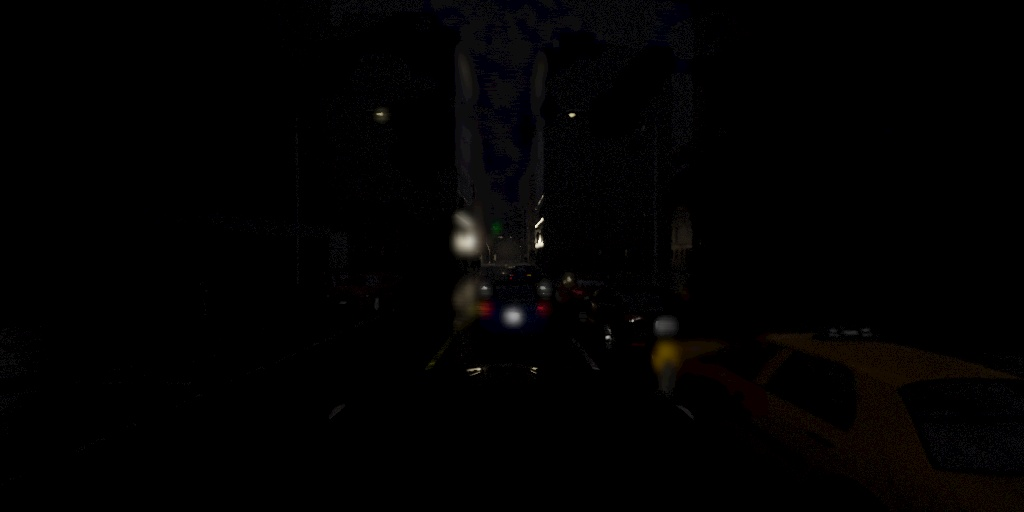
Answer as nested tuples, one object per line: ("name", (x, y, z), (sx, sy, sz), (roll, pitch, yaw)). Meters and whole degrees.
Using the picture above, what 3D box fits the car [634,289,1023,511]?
("car", (2.875, 1.282, 3.320), (1.751, 1.417, 4.829), (0, 0, 0))

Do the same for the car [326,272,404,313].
("car", (-5.672, 1.352, 14.318), (1.888, 1.381, 4.507), (0, 0, 0))

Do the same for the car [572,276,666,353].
("car", (2.874, 1.348, 8.736), (1.948, 1.339, 4.313), (0, 0, 0))

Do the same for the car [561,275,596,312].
("car", (2.874, 1.389, 14.322), (1.802, 1.307, 4.207), (0, 0, 0))

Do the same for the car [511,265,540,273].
("car", (0.988, 1.384, 25.820), (1.812, 1.442, 4.674), (0, 0, 14))

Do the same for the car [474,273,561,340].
("car", (0.086, 1.352, 10.139), (1.994, 1.385, 4.181), (0, 0, 1))
